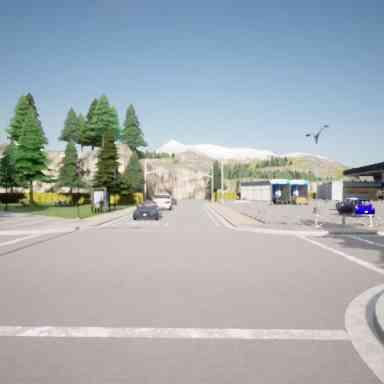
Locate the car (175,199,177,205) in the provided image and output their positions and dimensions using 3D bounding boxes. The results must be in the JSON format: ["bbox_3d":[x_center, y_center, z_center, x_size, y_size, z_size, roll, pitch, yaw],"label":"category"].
[{"bbox_3d":[-3.529,1.560,56.616,1.994,1.385,4.181,0,0,0],"label":"car"}]

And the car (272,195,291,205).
[{"bbox_3d":[14.180,1.335,54.460,2.007,1.523,4.514,0,0,0],"label":"car"}]

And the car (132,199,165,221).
[{"bbox_3d":[-3.606,1.561,27.396,1.994,1.385,4.181,0,0,0],"label":"car"}]

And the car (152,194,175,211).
[{"bbox_3d":[-3.618,1.220,40.906,2.150,2.045,5.566,0,0,-1],"label":"car"}]

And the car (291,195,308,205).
[{"bbox_3d":[17.318,1.326,54.483,2.152,1.636,5.027,0,0,0],"label":"car"}]

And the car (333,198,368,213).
[{"bbox_3d":[16.994,1.381,35.819,1.970,1.475,3.806,0,0,0],"label":"car"}]

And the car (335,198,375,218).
[{"bbox_3d":[13.944,1.371,28.427,1.845,1.501,3.633,0,0,0],"label":"car"}]
